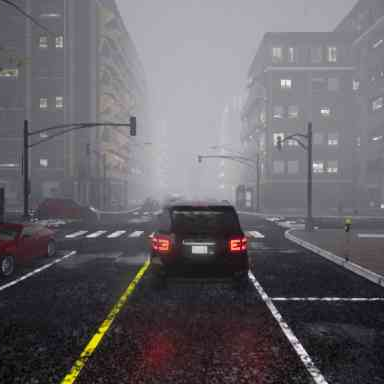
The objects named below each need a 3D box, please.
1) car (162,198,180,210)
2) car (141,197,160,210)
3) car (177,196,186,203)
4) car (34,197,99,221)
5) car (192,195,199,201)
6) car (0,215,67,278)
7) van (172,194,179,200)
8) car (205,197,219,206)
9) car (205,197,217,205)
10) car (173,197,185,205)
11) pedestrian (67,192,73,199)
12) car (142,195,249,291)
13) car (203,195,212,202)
[{"bbox_3d":[-2.634,1.562,43.141,1.994,1.385,4.181,0,0,2],"label":"car"},{"bbox_3d":[-5.252,1.438,42.516,1.967,1.590,4.097,0,0,1],"label":"car"},{"bbox_3d":[-2.243,1.522,71.986,1.812,1.442,4.674,0,0,1],"label":"car"},{"bbox_3d":[-9.431,1.251,25.454,4.553,1.767,2.097,2,0,-9],"label":"car"},{"bbox_3d":[0.875,1.478,82.783,1.882,1.535,5.008,0,0,1],"label":"car"},{"bbox_3d":[-5.598,1.581,10.107,1.802,1.307,4.206,0,0,1],"label":"car"},{"bbox_3d":[-4.709,1.340,93.261,1.690,1.788,3.998,0,0,1],"label":"van"},{"bbox_3d":[3.249,1.549,53.697,2.008,1.369,4.403,0,0,1],"label":"car"},{"bbox_3d":[3.309,1.544,59.335,1.887,1.381,4.507,0,0,1],"label":"car"},{"bbox_3d":[-2.415,1.563,61.681,1.994,1.385,4.181,0,0,1],"label":"car"},{"bbox_3d":[-12.367,0.902,33.584,0.375,1.860,0.375,0,-1,0],"label":"pedestrian"},{"bbox_3d":[0.180,1.221,9.184,2.150,2.045,5.566,0,0,1],"label":"car"},{"bbox_3d":[3.490,1.440,76.251,1.967,1.590,4.097,0,0,1],"label":"car"}]
